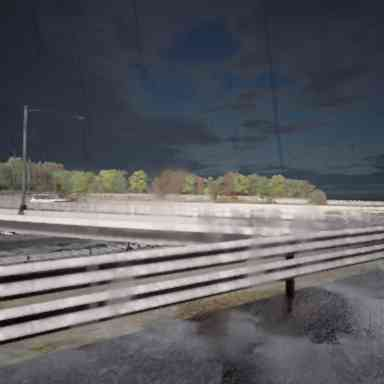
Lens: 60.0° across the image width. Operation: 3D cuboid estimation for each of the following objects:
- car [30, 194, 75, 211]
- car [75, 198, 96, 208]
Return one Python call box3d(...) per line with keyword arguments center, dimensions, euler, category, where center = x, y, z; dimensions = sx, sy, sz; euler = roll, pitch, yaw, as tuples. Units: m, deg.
box3d(center=(-17.785, 1.269, 41.590), dimensions=(5.566, 2.045, 2.150), euler=(0, -1, 29), category="car")
box3d(center=(-14.933, 1.640, 44.041), dimensions=(4.892, 1.490, 1.837), euler=(0, -1, 28), category="car")
